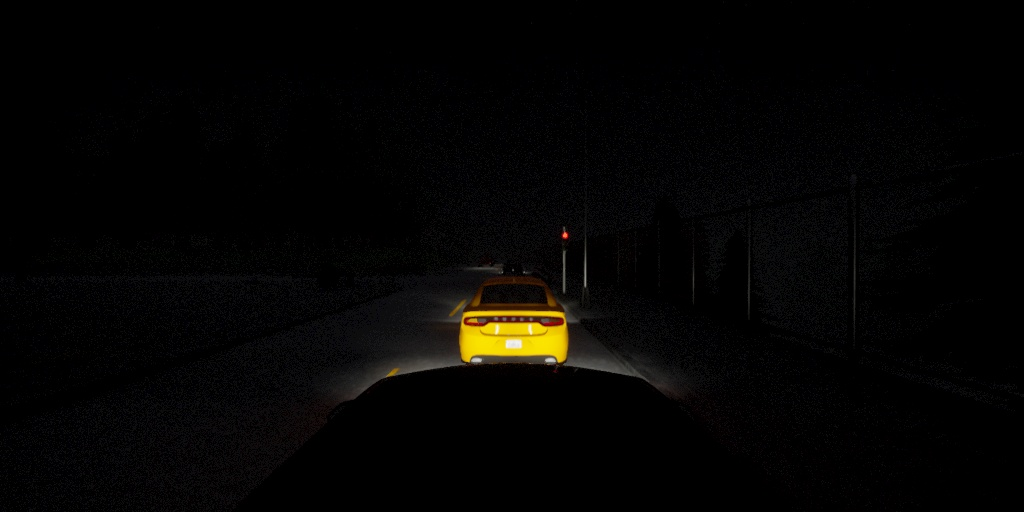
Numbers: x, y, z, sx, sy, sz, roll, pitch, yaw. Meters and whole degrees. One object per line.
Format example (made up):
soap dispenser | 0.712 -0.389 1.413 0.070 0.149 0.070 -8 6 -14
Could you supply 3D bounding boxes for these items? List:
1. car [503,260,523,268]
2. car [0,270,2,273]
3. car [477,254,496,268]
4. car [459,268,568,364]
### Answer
car | 0.086 1.102 35.345 1.812 1.442 4.674 0 0 0
car | -48.083 1.146 31.188 5.357 1.411 2.033 0 0 1
car | -4.064 0.699 55.220 2.150 2.045 5.566 0 0 1
car | 0.047 1.195 8.007 1.882 1.535 5.008 0 0 0
